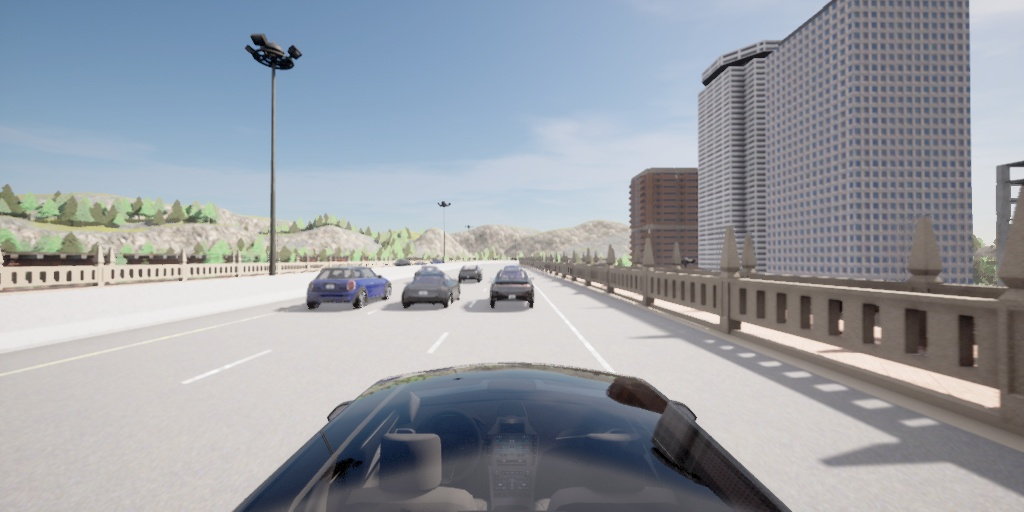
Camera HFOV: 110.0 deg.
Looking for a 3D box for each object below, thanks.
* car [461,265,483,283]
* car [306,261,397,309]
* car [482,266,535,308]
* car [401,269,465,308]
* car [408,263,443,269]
[{"bbox_3d":[-3.564,1.516,31.263,2.128,1.511,4.902,0,0,-1],"label":"car"},{"bbox_3d":[-6.999,1.231,15.931,2.097,1.767,4.553,0,-1,0],"label":"car"},{"bbox_3d":[0.002,1.376,16.140,2.128,1.511,4.902,0,0,0],"label":"car"},{"bbox_3d":[-3.497,1.448,16.135,1.994,1.385,4.181,0,0,0],"label":"car"},{"bbox_3d":[-7.060,1.567,30.913,2.033,1.411,5.357,0,0,-1],"label":"car"}]
